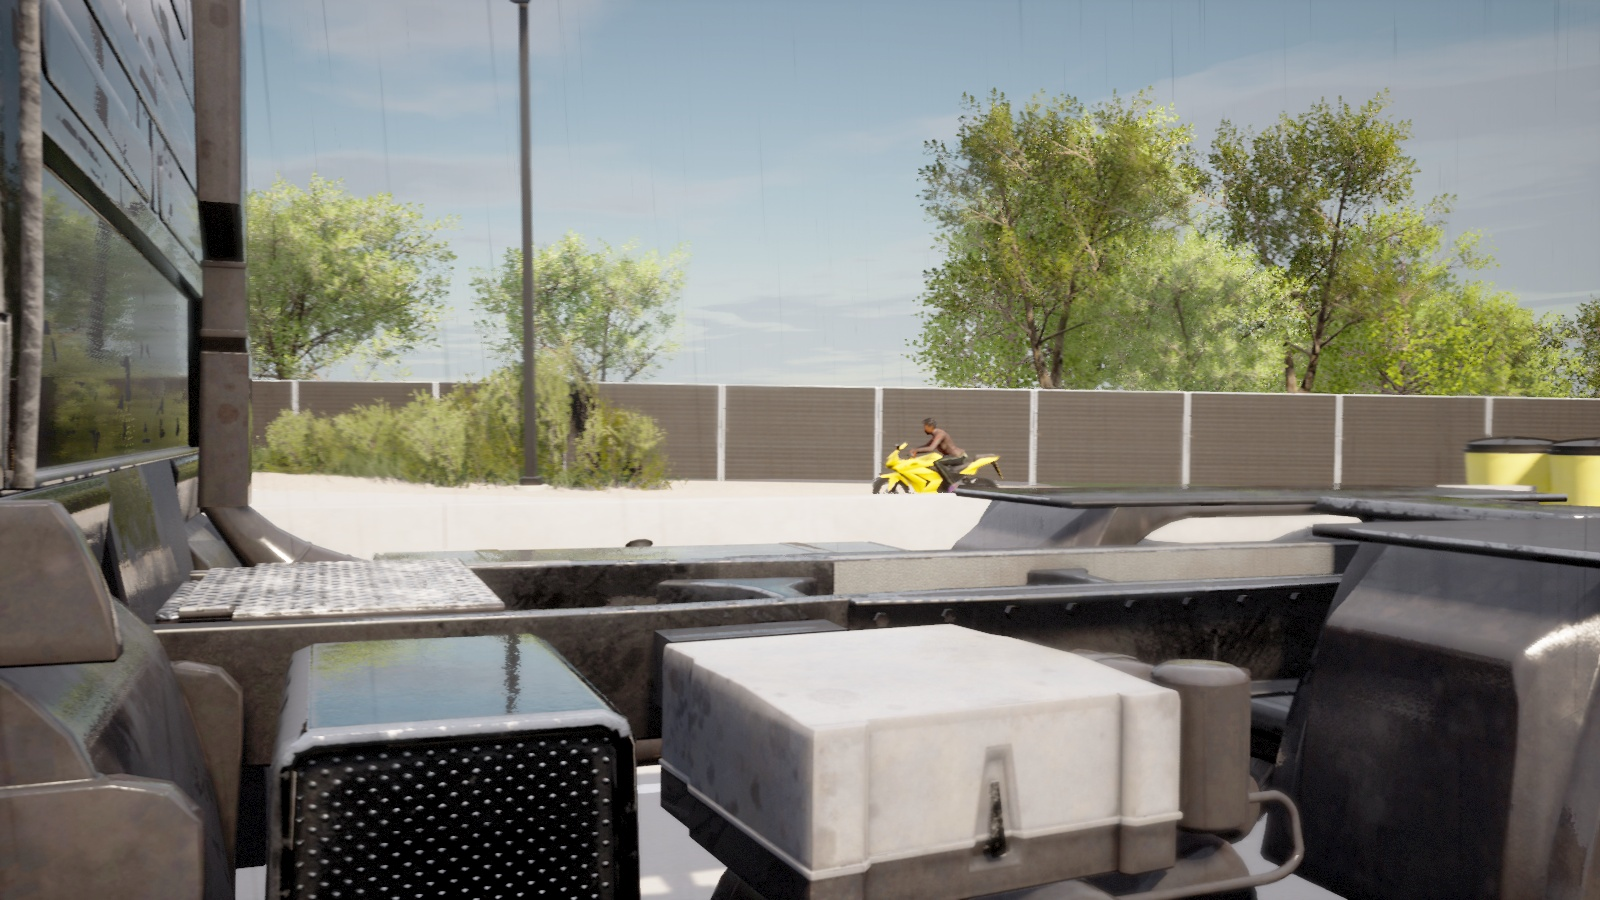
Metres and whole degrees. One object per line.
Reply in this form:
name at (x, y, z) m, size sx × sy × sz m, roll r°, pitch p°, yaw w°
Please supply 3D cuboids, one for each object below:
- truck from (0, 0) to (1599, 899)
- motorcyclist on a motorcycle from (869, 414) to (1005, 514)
truck at (0.194, -0.240, 3.301) m, size 7.936 × 3.462 × 2.891 m, roll -1°, pitch 1°, yaw -21°
motorcyclist on a motorcycle at (2.104, 0.211, 19.531) m, size 2.044 × 1.523 × 0.797 m, roll 0°, pitch 1°, yaw 2°
